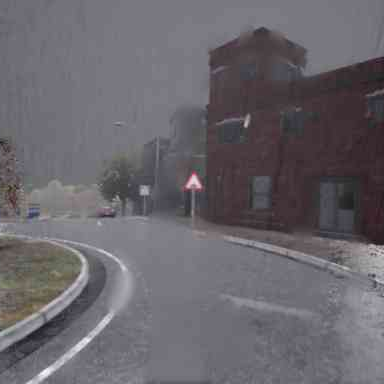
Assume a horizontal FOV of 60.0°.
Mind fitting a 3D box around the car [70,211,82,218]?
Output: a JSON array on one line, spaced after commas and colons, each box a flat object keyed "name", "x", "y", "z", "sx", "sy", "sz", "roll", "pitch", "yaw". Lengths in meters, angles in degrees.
[{"name": "car", "x": -20.083, "y": 4.096, "z": 57.391, "sx": 1.812, "sy": 1.442, "sz": 4.674, "roll": 1, "pitch": -5, "yaw": -18}]

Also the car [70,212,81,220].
[{"name": "car", "x": -23.508, "y": 4.781, "z": 67.100, "sx": 1.837, "sy": 1.490, "sz": 4.892, "roll": 1, "pitch": -5, "yaw": -19}]

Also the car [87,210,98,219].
[{"name": "car", "x": -20.429, "y": 4.706, "z": 68.145, "sx": 2.097, "sy": 1.767, "sz": 4.553, "roll": 1, "pitch": -5, "yaw": -19}]

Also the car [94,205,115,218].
[{"name": "car", "x": -9.677, "y": 2.257, "z": 37.336, "sx": 1.812, "sy": 1.442, "sz": 4.674, "roll": 1, "pitch": -5, "yaw": -19}]

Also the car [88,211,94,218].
[{"name": "car", "x": -13.572, "y": 3.286, "z": 48.471, "sx": 2.033, "sy": 1.411, "sz": 5.357, "roll": 1, "pitch": -5, "yaw": -19}]
